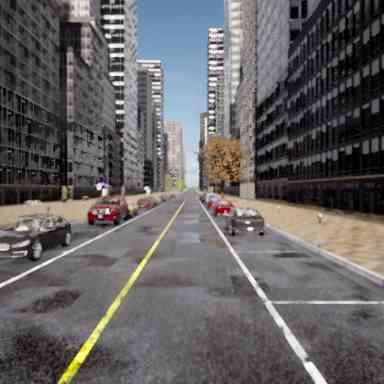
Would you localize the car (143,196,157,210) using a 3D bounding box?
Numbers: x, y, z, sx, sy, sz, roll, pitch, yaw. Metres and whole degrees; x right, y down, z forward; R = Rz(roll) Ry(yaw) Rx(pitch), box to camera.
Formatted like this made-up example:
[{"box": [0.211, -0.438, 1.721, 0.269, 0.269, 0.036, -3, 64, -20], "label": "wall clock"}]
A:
[{"box": [-5.687, 1.344, 40.229, 1.887, 1.381, 4.507, 0, 0, 0], "label": "car"}]

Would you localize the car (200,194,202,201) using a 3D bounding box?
[{"box": [2.695, 1.293, 51.563, 2.008, 1.369, 4.403, 0, 0, 0], "label": "car"}]

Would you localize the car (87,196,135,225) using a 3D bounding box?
[{"box": [-5.689, 1.198, 23.224, 2.192, 1.841, 5.009, 0, 0, 0], "label": "car"}]

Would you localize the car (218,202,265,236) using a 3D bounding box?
[{"box": [2.691, 1.463, 17.555, 2.008, 1.369, 4.403, 0, 0, 0], "label": "car"}]

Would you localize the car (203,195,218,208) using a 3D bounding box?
[{"box": [2.693, 1.344, 40.227, 1.887, 1.381, 4.507, 0, 0, 0], "label": "car"}]

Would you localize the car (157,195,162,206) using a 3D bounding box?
[{"box": [-5.686, 1.336, 45.897, 1.947, 1.339, 4.313, 0, 0, 0], "label": "car"}]

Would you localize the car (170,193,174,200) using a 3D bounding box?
[{"box": [-5.683, 1.207, 74.237, 1.802, 1.307, 4.206, 0, 0, 0], "label": "car"}]

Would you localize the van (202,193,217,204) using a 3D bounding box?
[{"box": [2.694, 1.112, 45.893, 1.690, 1.788, 3.998, 0, 0, 0], "label": "van"}]

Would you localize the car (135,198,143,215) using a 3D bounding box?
[{"box": [-5.688, 1.382, 28.723, 1.752, 1.417, 4.829, 0, 0, 0], "label": "car"}]

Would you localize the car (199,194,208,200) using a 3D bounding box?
[{"box": [2.698, 1.162, 79.903, 1.947, 1.339, 4.313, 0, 0, 0], "label": "car"}]

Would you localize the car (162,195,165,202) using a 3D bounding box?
[{"box": [-5.685, 1.268, 51.394, 1.752, 1.417, 4.829, 0, 0, 0], "label": "car"}]

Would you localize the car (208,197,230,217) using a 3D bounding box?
[{"box": [2.692, 1.401, 28.891, 1.887, 1.381, 4.507, 0, 0, 0], "label": "car"}]

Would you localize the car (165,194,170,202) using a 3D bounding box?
[{"box": [-5.684, 1.250, 62.900, 1.947, 1.339, 4.313, 0, 0, 0], "label": "car"}]

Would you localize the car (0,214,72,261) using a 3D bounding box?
[{"box": [-5.689, 1.491, 11.889, 2.008, 1.369, 4.403, 0, 0, 0], "label": "car"}]

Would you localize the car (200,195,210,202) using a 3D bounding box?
[{"box": [2.697, 1.237, 68.567, 1.802, 1.307, 4.206, 0, 0, 0], "label": "car"}]
